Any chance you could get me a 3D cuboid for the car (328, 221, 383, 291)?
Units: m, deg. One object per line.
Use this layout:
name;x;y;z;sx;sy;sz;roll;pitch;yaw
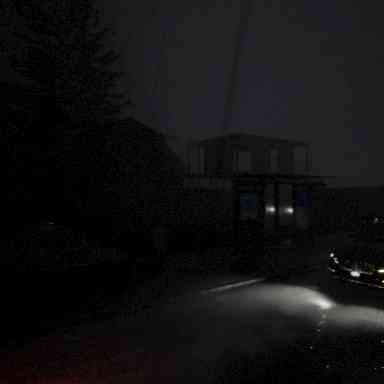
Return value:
car;5.449;1.494;8.477;4.892;1.490;1.837;0;0;-35
